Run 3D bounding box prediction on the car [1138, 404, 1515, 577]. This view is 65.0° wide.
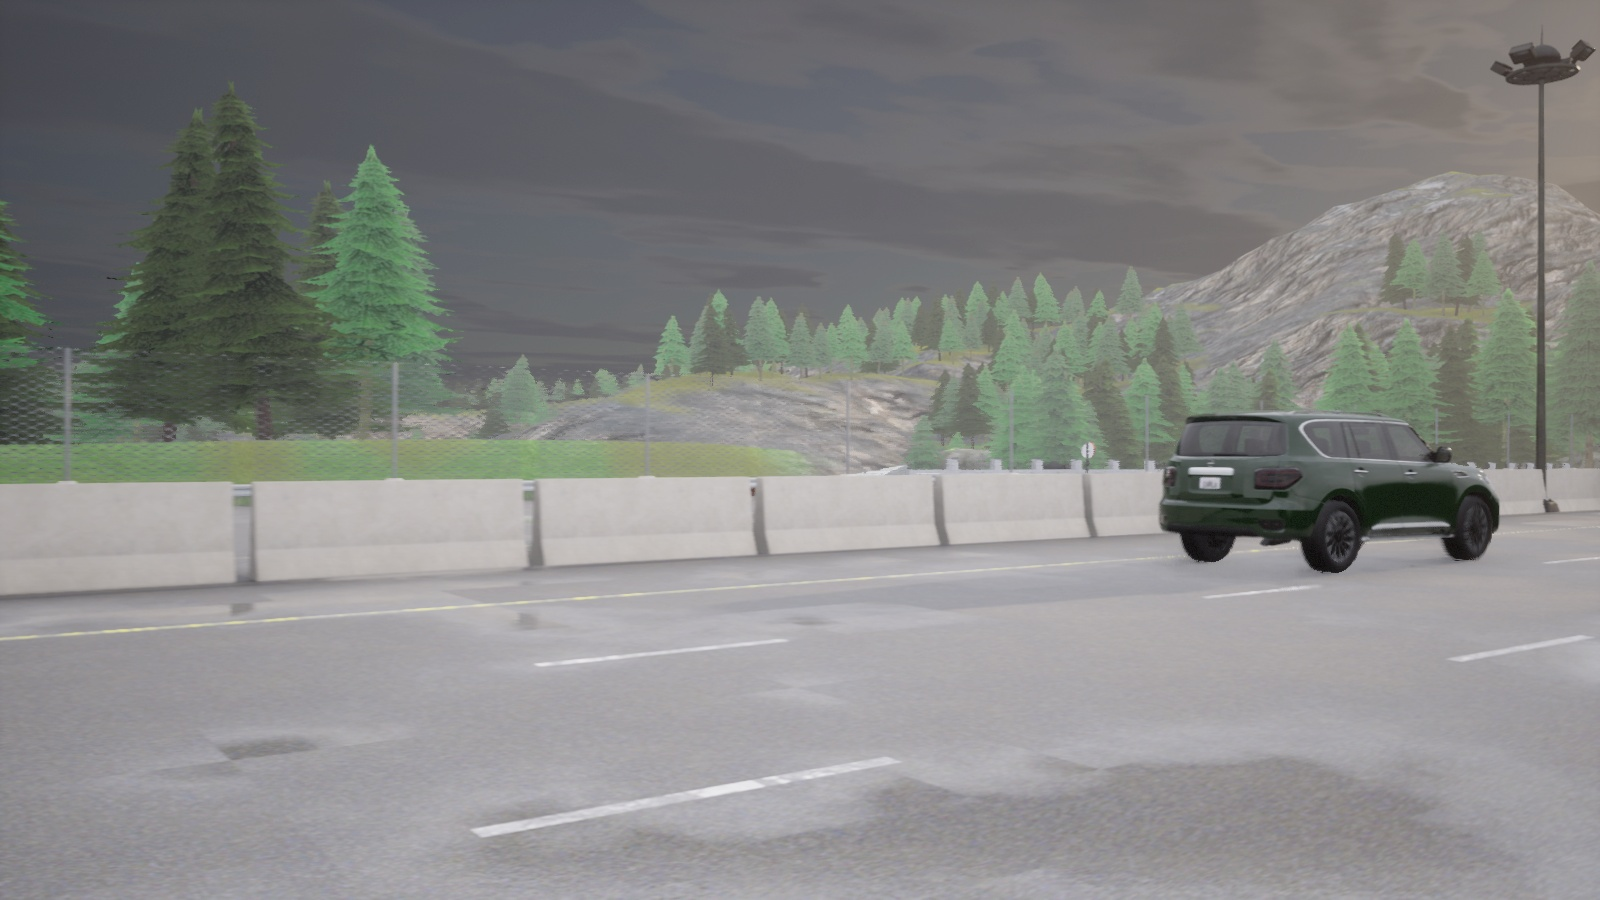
[{"bbox_3d":[7.366,0.481,17.316,5.566,2.045,2.150,0,0,-35],"label":"car"}]
